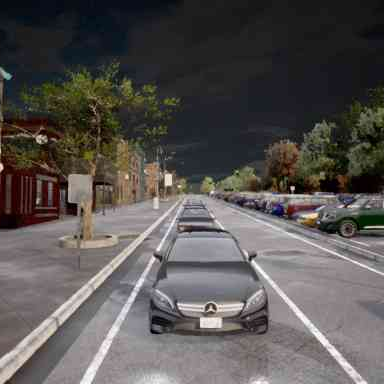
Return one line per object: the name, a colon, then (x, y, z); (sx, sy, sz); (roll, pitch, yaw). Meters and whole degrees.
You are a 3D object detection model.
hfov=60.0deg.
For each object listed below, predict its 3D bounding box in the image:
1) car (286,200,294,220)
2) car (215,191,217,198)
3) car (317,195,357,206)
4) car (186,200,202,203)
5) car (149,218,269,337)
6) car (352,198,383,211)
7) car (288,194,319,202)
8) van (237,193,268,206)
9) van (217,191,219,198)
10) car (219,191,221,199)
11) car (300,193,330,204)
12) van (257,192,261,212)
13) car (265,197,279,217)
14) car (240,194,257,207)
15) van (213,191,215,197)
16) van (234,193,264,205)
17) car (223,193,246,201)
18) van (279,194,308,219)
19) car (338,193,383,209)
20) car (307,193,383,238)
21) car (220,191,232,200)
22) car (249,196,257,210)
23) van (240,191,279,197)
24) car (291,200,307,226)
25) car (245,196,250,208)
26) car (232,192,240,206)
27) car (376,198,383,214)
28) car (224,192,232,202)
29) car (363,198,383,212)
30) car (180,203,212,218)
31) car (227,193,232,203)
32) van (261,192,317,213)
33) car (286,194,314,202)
car: (9.244, 1.506, 22.681); (4.674, 1.452, 2.002); (0, 0, 0)
car: (8.820, 1.065, 81.556); (5.008, 1.535, 2.097); (0, 1, 0)
car: (22.304, 1.332, 51.351); (5.366, 1.575, 1.946); (0, 1, 0)
car: (0.221, 1.442, 29.918); (2.128, 1.511, 4.902); (0, 0, 0)
car: (0.253, 1.524, 6.868); (1.812, 1.442, 4.674); (0, 0, 0)
car: (22.226, 1.452, 40.248); (4.792, 1.488, 2.163); (0, 0, 0)
car: (21.835, 1.209, 65.226); (5.366, 1.575, 1.946); (0, 0, 0)
van: (9.159, 1.113, 50.721); (4.442, 1.987, 1.878); (0, 1, 0)
van: (8.728, 0.864, 78.750); (4.442, 1.987, 1.878); (0, 1, 0)
car: (8.896, 0.938, 67.538); (5.566, 2.045, 2.435); (0, 1, 0)
car: (22.091, 1.136, 59.677); (4.553, 1.767, 2.185); (0, 1, 0)
van: (9.278, 1.222, 33.896); (4.442, 1.987, 1.878); (0, 0, 0)
car: (9.196, 1.460, 28.287); (5.008, 1.535, 2.097); (0, 0, 0)
car: (9.109, 1.409, 42.310); (4.892, 1.521, 2.231); (0, 0, 0)
van: (8.649, 0.764, 89.962); (4.442, 1.987, 1.878); (0, 1, 0)
van: (9.140, 1.089, 53.524); (4.442, 1.987, 1.878); (0, 1, 0)
car: (8.873, 1.039, 70.342); (4.553, 1.767, 2.185); (0, 1, 0)
van: (9.338, 1.237, 25.484); (4.442, 1.987, 1.878); (0, 0, 0)
car: (22.149, 1.153, 43.020); (5.566, 2.045, 2.435); (0, 0, 0)
car: (9.252, 1.221, 17.073); (5.566, 2.045, 2.435); (0, 0, 0)
car: (8.915, 0.963, 64.735); (5.566, 2.045, 2.435); (0, 1, 0)
car: (9.171, 1.470, 36.699); (4.792, 1.488, 2.163); (0, 0, 0)
van: (9.199, 1.163, 45.116); (4.442, 1.987, 1.878); (0, 0, 0)
car: (9.075, 1.466, 19.876); (5.366, 1.575, 1.946); (0, 0, 0)
car: (9.119, 1.466, 39.507); (4.674, 1.452, 2.002); (0, 0, 0)
car: (9.035, 1.113, 47.915); (5.566, 2.045, 2.435); (0, 1, 0)
car: (22.421, 1.444, 34.694); (5.366, 1.575, 1.946); (0, 0, 0)
car: (8.961, 1.279, 61.935); (4.674, 1.452, 2.002); (0, 1, 0)
car: (22.187, 1.469, 37.464); (4.792, 1.488, 2.163); (0, 0, 0)
car: (0.194, 1.532, 17.447); (2.033, 1.411, 5.357); (0, 0, 0)
car: (8.997, 1.290, 56.328); (4.892, 1.521, 2.231); (0, 1, 0)
van: (9.065, 1.230, 31.093); (4.442, 1.987, 1.878); (0, 0, 0)
car: (22.007, 1.188, 68.004); (4.892, 1.521, 2.231); (0, 1, 0)
